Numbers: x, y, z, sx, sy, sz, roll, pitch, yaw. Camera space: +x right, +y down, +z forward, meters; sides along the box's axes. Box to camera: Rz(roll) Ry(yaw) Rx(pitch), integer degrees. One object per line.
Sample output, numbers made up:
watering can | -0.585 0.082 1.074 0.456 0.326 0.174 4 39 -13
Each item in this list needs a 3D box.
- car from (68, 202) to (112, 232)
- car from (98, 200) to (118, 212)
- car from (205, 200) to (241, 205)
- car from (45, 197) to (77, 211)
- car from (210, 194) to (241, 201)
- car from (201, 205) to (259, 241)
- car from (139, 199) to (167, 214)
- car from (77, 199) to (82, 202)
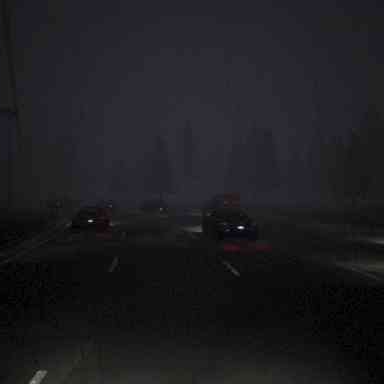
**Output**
car | -6.041 1.564 20.085 1.994 1.385 4.181 0 0 -13
car | -10.112 1.564 38.649 1.994 1.385 4.181 0 0 -33
car | 2.371 1.601 28.948 1.895 1.301 4.718 0 0 -18
car | -16.260 1.352 40.618 2.097 1.767 4.553 0 0 -42
car | 3.370 1.217 36.674 2.150 2.045 5.566 0 -1 -21
car | 1.791 1.563 16.801 1.994 1.385 4.181 0 0 -10
car | -4.265 1.502 35.983 1.837 1.490 4.892 1 -1 -27
car | -16.780 1.601 46.130 4.718 1.301 1.895 0 0 39
